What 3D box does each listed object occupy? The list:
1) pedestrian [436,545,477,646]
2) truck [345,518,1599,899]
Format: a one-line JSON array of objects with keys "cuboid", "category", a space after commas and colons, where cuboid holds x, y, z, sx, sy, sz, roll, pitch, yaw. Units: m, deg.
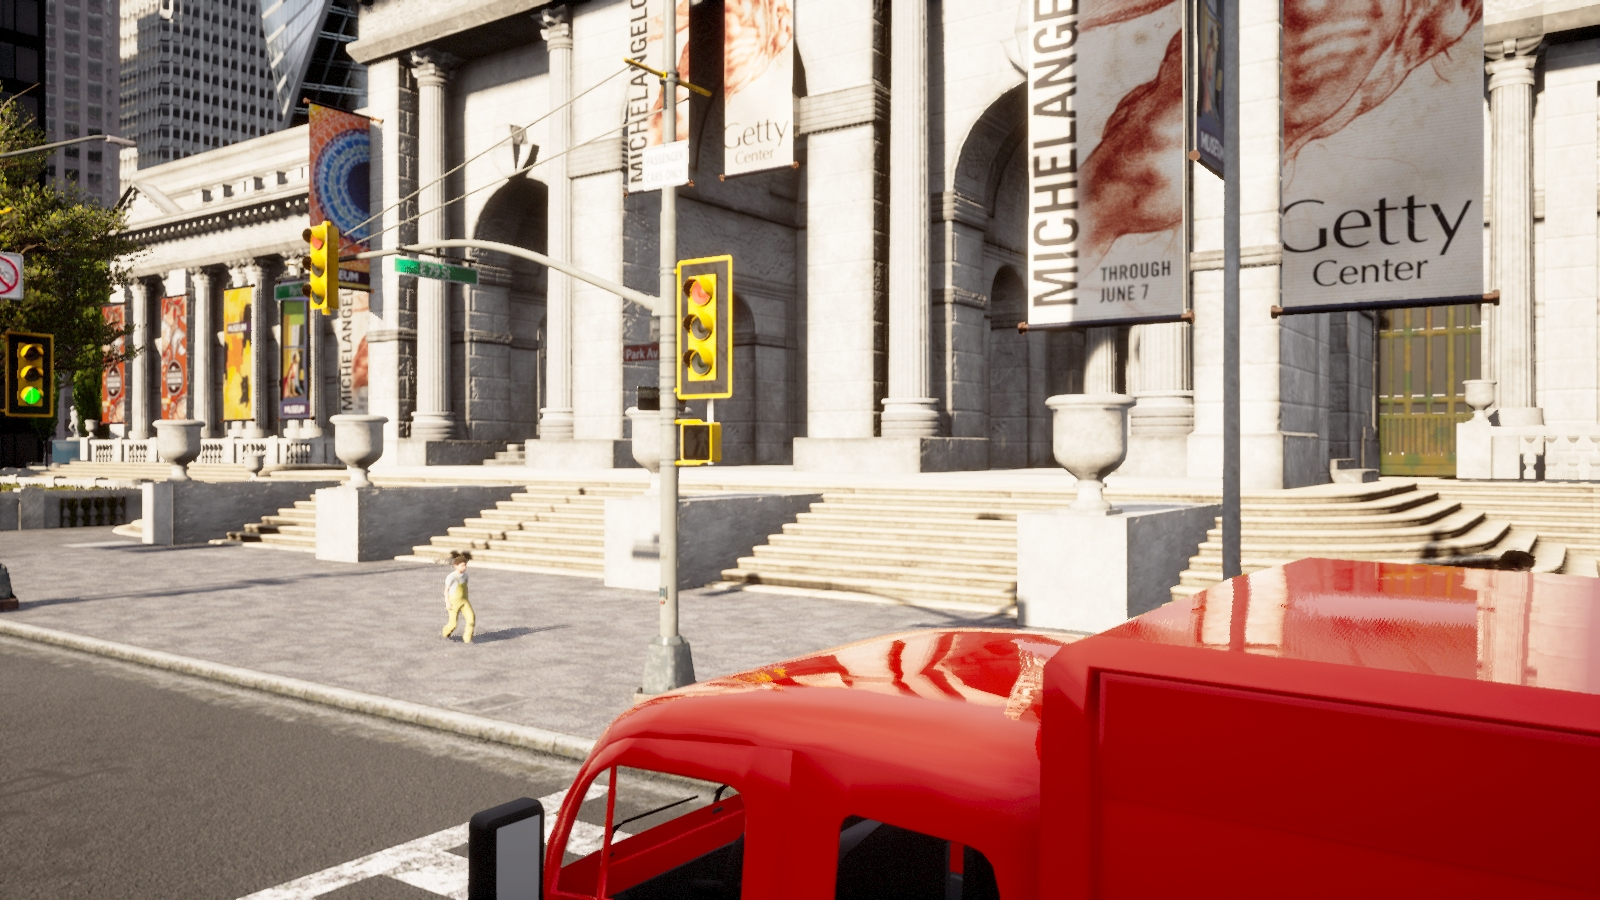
[{"cuboid": [-4.664, 1.967, 15.523, 0.375, 1.300, 0.375, 0, 0, 37], "category": "pedestrian"}, {"cuboid": [1.676, 1.577, 2.606, 5.204, 2.467, 2.627, 1, 1, 35], "category": "truck"}]
